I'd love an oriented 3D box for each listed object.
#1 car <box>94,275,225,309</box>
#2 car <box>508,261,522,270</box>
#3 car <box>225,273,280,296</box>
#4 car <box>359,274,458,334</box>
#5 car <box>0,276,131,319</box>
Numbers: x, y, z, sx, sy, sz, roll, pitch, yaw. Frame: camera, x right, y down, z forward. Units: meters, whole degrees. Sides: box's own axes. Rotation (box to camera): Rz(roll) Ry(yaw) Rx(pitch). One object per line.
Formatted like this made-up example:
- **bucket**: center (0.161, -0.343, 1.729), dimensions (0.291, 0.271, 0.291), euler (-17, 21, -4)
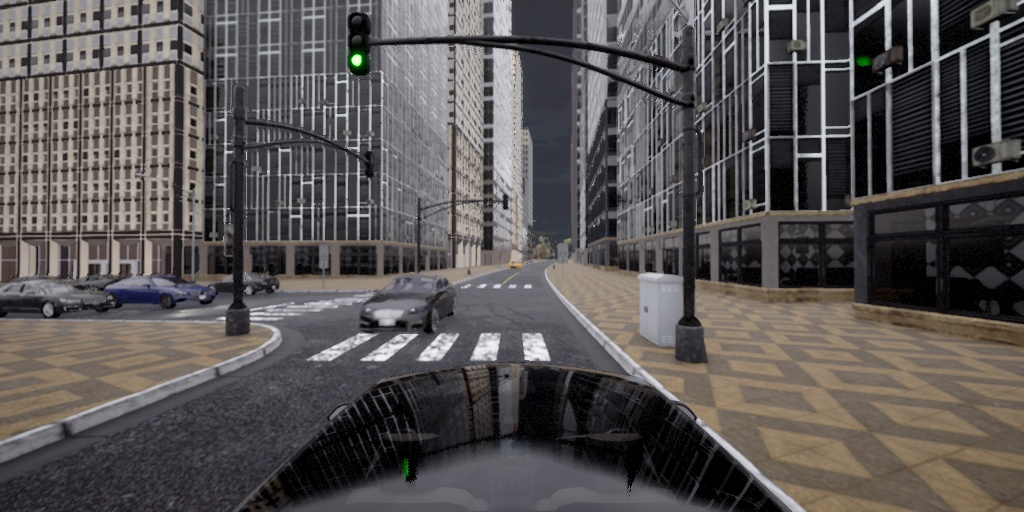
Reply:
- **car**: center (-16.156, 1.606, 16.431), dimensions (4.674, 1.442, 1.812), euler (-1, -1, 9)
- **car**: center (0.556, 1.497, 58.278), dimensions (1.882, 1.535, 5.008), euler (0, 0, 7)
- **car**: center (-16.798, 1.720, 22.388), dimensions (4.403, 1.370, 2.007), euler (0, 0, 9)
- **car**: center (-2.860, 1.314, 10.836), dimensions (2.128, 1.511, 4.902), euler (0, -1, 1)
- **car**: center (-18.119, 1.632, 14.113), dimensions (4.403, 1.370, 2.007), euler (0, 0, 9)
